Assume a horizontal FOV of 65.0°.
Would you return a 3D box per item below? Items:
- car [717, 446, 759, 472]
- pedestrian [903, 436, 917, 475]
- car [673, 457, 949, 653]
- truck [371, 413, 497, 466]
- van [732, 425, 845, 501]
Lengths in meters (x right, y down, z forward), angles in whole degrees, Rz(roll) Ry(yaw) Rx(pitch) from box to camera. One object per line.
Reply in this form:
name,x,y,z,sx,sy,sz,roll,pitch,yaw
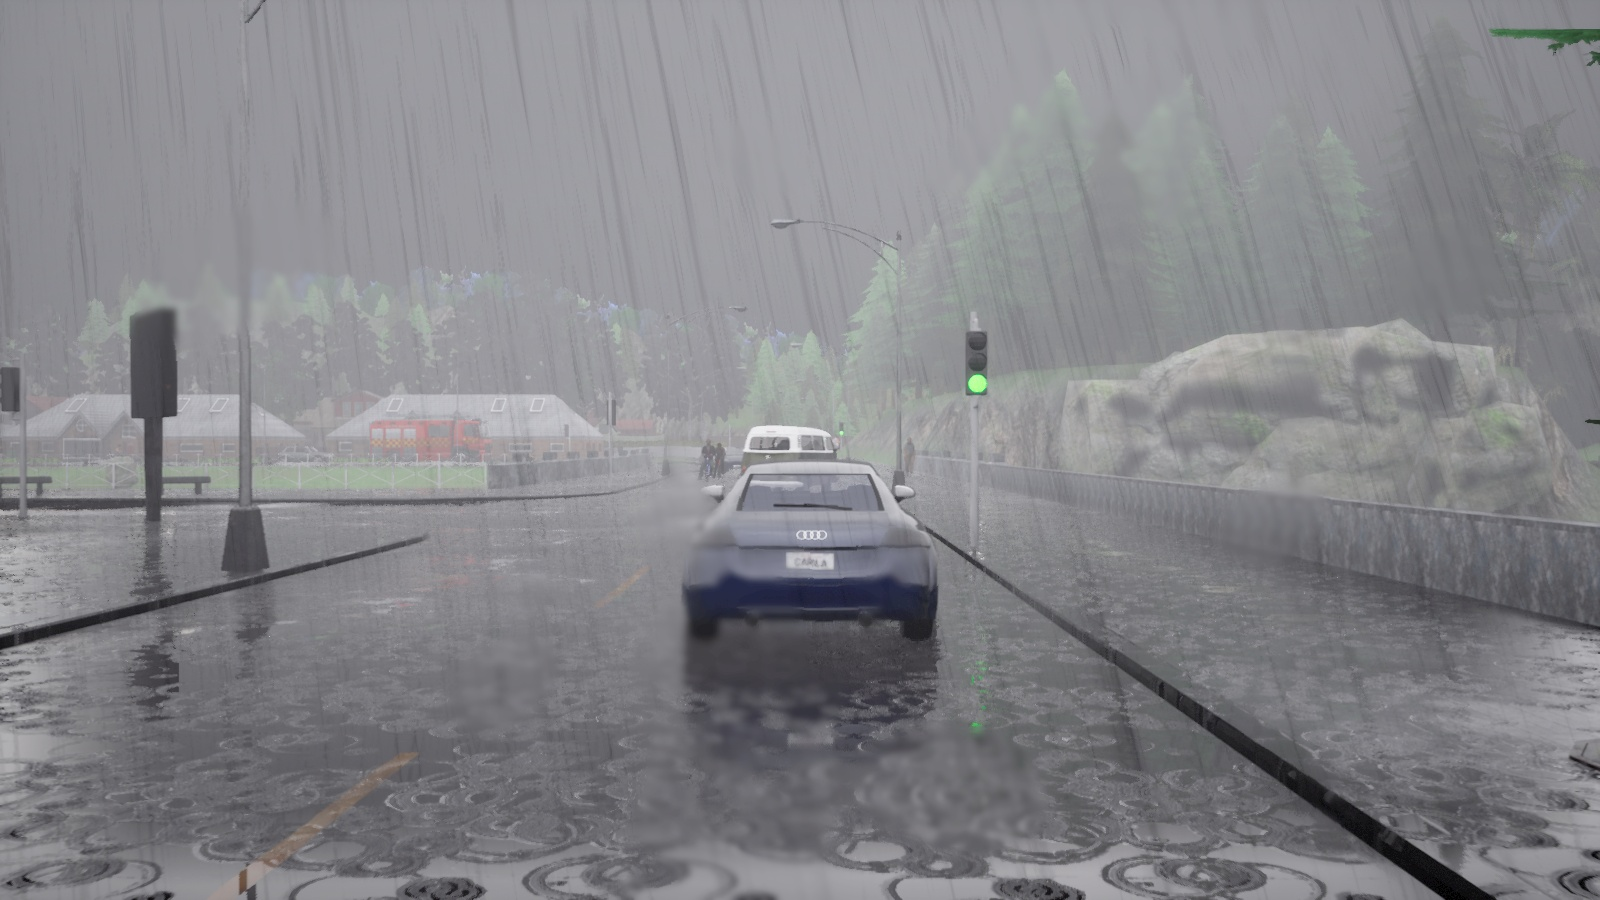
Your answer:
car,-3.557,0.495,73.094,2.163,1.488,4.792,0,0,1
pedestrian,5.258,0.256,60.085,0.540,1.848,0.694,0,0,-8
car,0.084,0.773,11.196,1.994,1.385,4.181,0,0,0
truck,-26.993,-0.756,92.944,8.468,3.827,2.891,0,0,0
van,-0.248,0.346,36.238,2.069,2.038,4.480,1,0,16
